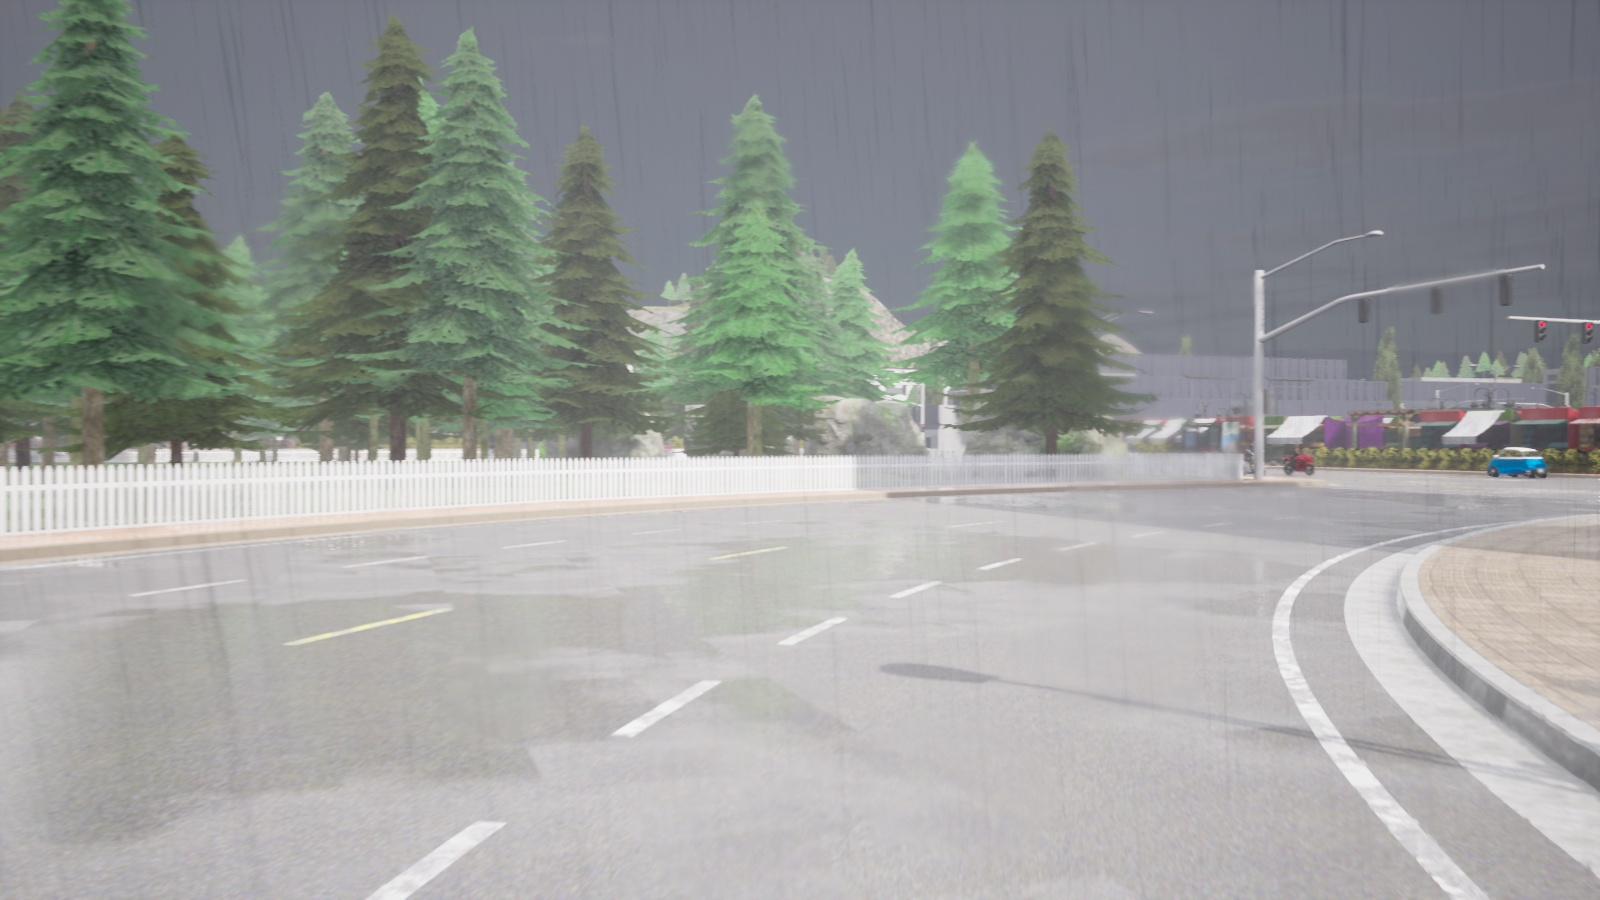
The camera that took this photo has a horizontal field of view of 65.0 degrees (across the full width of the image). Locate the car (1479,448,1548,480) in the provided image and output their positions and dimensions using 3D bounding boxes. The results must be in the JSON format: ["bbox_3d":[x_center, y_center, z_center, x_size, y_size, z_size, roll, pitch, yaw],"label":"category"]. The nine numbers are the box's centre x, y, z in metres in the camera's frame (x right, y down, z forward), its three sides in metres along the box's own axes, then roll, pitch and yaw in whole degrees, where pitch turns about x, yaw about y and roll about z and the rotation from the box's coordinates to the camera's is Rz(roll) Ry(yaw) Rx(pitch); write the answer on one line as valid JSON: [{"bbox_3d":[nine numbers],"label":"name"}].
[{"bbox_3d":[31.583,0.606,55.601,1.481,1.376,2.207,0,1,-23],"label":"car"}]

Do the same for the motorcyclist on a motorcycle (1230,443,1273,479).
[{"bbox_3d":[20.142,0.479,56.048,0.866,1.590,1.817,0,0,-19],"label":"motorcyclist on a motorcycle"}]

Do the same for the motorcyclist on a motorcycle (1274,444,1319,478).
[{"bbox_3d":[23.060,0.501,58.317,0.797,1.523,2.044,0,0,-19],"label":"motorcyclist on a motorcycle"}]
